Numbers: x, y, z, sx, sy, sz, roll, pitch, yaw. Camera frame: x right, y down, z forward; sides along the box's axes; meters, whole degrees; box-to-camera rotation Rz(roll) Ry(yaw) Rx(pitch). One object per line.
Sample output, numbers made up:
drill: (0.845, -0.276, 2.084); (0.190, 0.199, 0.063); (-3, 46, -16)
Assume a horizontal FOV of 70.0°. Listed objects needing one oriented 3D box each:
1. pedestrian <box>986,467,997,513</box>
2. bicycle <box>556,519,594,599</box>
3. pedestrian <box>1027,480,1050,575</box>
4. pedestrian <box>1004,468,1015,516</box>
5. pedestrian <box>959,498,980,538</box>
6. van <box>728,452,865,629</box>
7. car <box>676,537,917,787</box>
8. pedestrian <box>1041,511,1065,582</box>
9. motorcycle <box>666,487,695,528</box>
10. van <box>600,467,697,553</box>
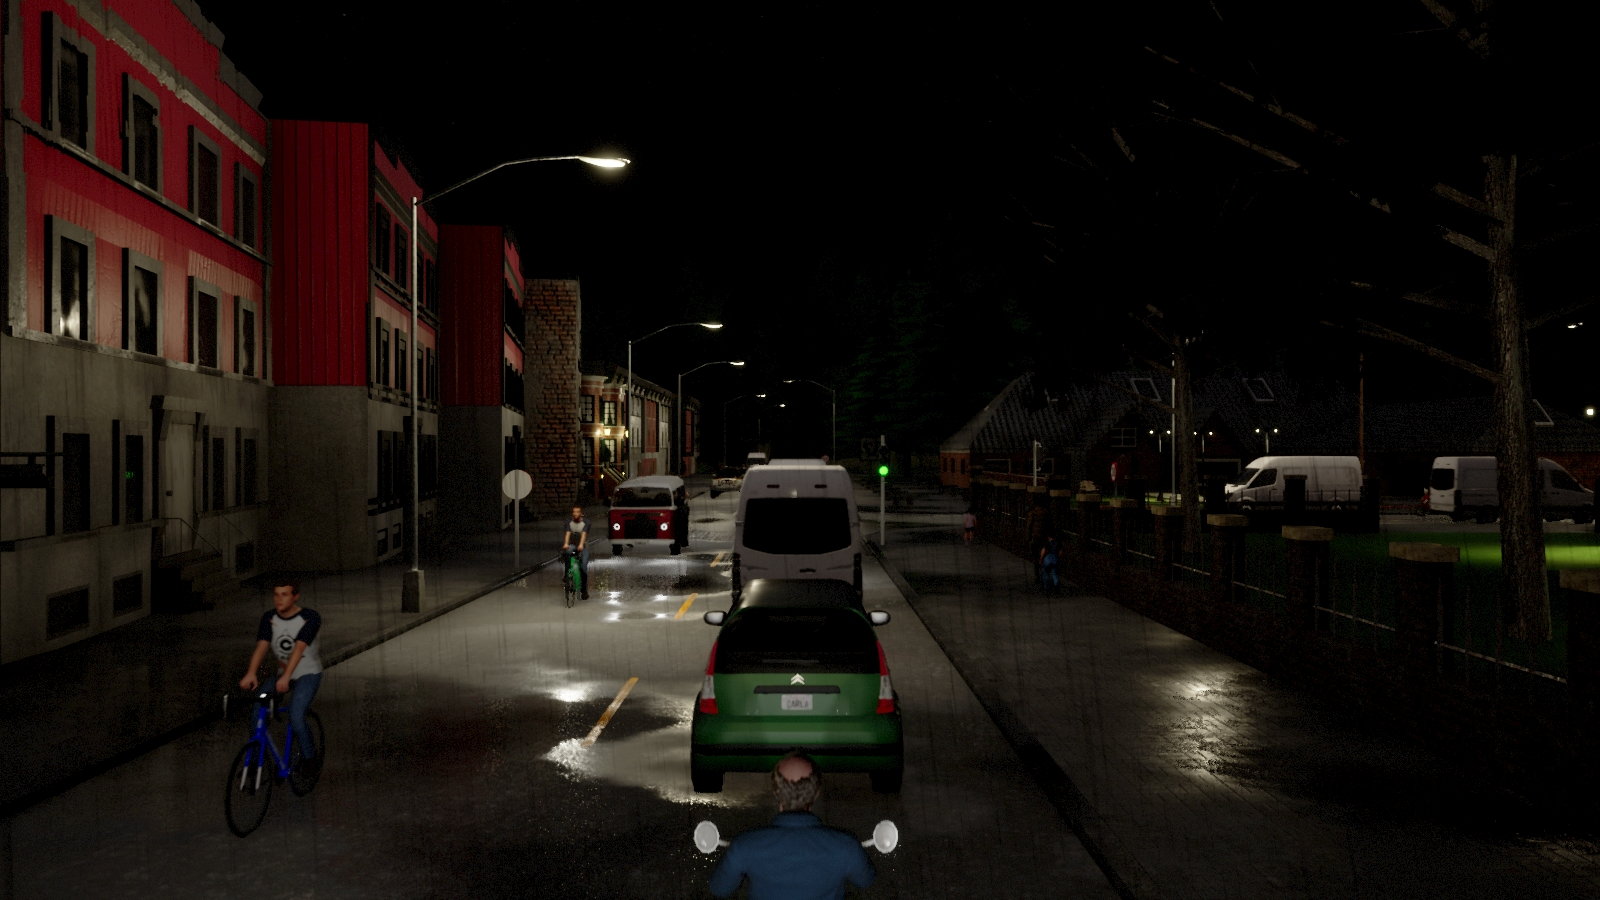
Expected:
pedestrian: (7.797, 1.631, 46.556); (0.375, 1.860, 0.375); (0, 0, -5)
bicycle: (-4.051, 1.937, 20.641); (0.373, 1.296, 1.643); (0, 0, 0)
pedestrian: (4.740, 1.527, 22.704); (0.375, 1.860, 0.375); (0, 0, -1)
pedestrian: (8.200, 1.631, 44.707); (0.375, 1.860, 0.375); (0, 0, -2)
pedestrian: (4.752, 1.906, 32.050); (0.500, 1.100, 0.500); (0, 0, 1)
van: (-0.060, 1.315, 19.483); (1.988, 2.561, 5.915); (0, 0, 0)
car: (-0.029, 1.780, 10.778); (1.851, 1.617, 3.988); (0, 0, 0)
pedestrian: (4.755, 1.807, 21.506); (0.375, 1.300, 0.375); (0, 0, 0)
motorcycle: (-4.104, 1.952, 39.329); (0.764, 1.277, 2.356); (0, 0, 0)
van: (-4.074, 1.556, 31.388); (2.069, 2.038, 4.480); (0, 1, 0)
